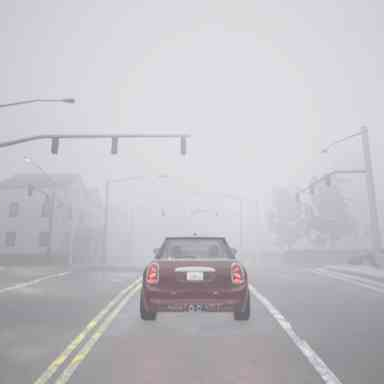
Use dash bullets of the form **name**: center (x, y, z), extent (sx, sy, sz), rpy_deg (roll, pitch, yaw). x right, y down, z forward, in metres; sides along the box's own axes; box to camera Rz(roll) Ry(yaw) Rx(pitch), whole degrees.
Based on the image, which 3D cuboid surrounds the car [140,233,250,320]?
- **car**: center (0.073, 1.800, 8.225), extent (2.097, 1.767, 4.553), rpy_deg (0, -6, 0)

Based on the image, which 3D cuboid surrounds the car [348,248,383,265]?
- **car**: center (16.211, 5.726, 29.054), extent (4.892, 1.490, 1.837), rpy_deg (0, -12, 1)
